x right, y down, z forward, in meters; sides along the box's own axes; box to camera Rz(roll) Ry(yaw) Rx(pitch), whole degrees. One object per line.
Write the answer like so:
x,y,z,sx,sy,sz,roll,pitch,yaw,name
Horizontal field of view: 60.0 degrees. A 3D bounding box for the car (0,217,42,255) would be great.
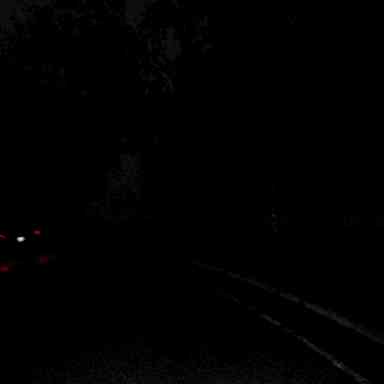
-7.721,1.660,12.834,4.181,1.385,1.994,-1,0,33,car
